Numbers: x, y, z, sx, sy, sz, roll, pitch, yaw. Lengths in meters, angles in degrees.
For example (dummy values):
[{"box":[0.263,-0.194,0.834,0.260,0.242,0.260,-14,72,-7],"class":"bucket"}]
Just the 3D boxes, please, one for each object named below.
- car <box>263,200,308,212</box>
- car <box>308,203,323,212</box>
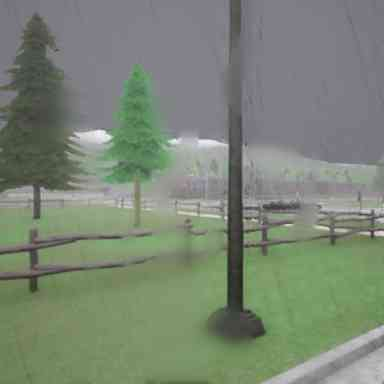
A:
[{"box":[10.566,1.678,38.521,1.895,1.301,4.718,0,0,-35],"class":"car"},{"box":[13.417,1.686,40.552,1.895,1.301,4.718,0,0,-35],"class":"car"}]
